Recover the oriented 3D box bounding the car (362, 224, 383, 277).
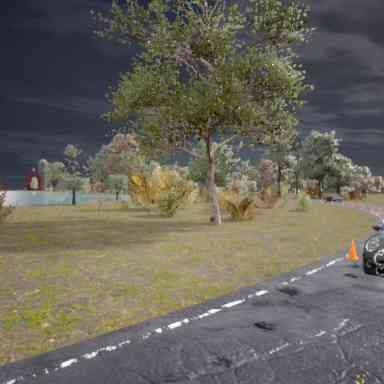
[{"bbox_3d":[6.448,1.346,9.451,2.097,1.767,4.553,0,0,40],"label":"car"}]

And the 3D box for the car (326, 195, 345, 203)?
[{"bbox_3d":[25.446,1.260,59.131,1.994,1.385,4.181,1,1,0],"label":"car"}]

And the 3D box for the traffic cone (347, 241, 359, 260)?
[{"bbox_3d":[5.423,1.945,11.225,0.340,0.580,0.340,0,0,40],"label":"traffic cone"}]

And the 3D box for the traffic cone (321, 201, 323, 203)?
[{"bbox_3d":[23.509,1.617,60.167,0.340,0.580,0.340,1,1,0],"label":"traffic cone"}]

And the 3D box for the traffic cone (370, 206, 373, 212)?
[{"bbox_3d":[19.616,1.835,36.373,0.340,0.580,0.340,0,1,18],"label":"traffic cone"}]

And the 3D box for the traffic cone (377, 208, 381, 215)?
[{"bbox_3d":[17.938,1.865,31.831,0.340,0.580,0.340,0,0,22],"label":"traffic cone"}]

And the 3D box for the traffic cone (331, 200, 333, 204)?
[{"bbox_3d":[23.343,1.666,55.327,0.340,0.580,0.340,1,1,4],"label":"traffic cone"}]

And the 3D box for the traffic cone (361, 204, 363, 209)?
[{"bbox_3d":[21.001,1.800,41.012,0.340,0.580,0.340,1,1,15],"label":"traffic cone"}]
